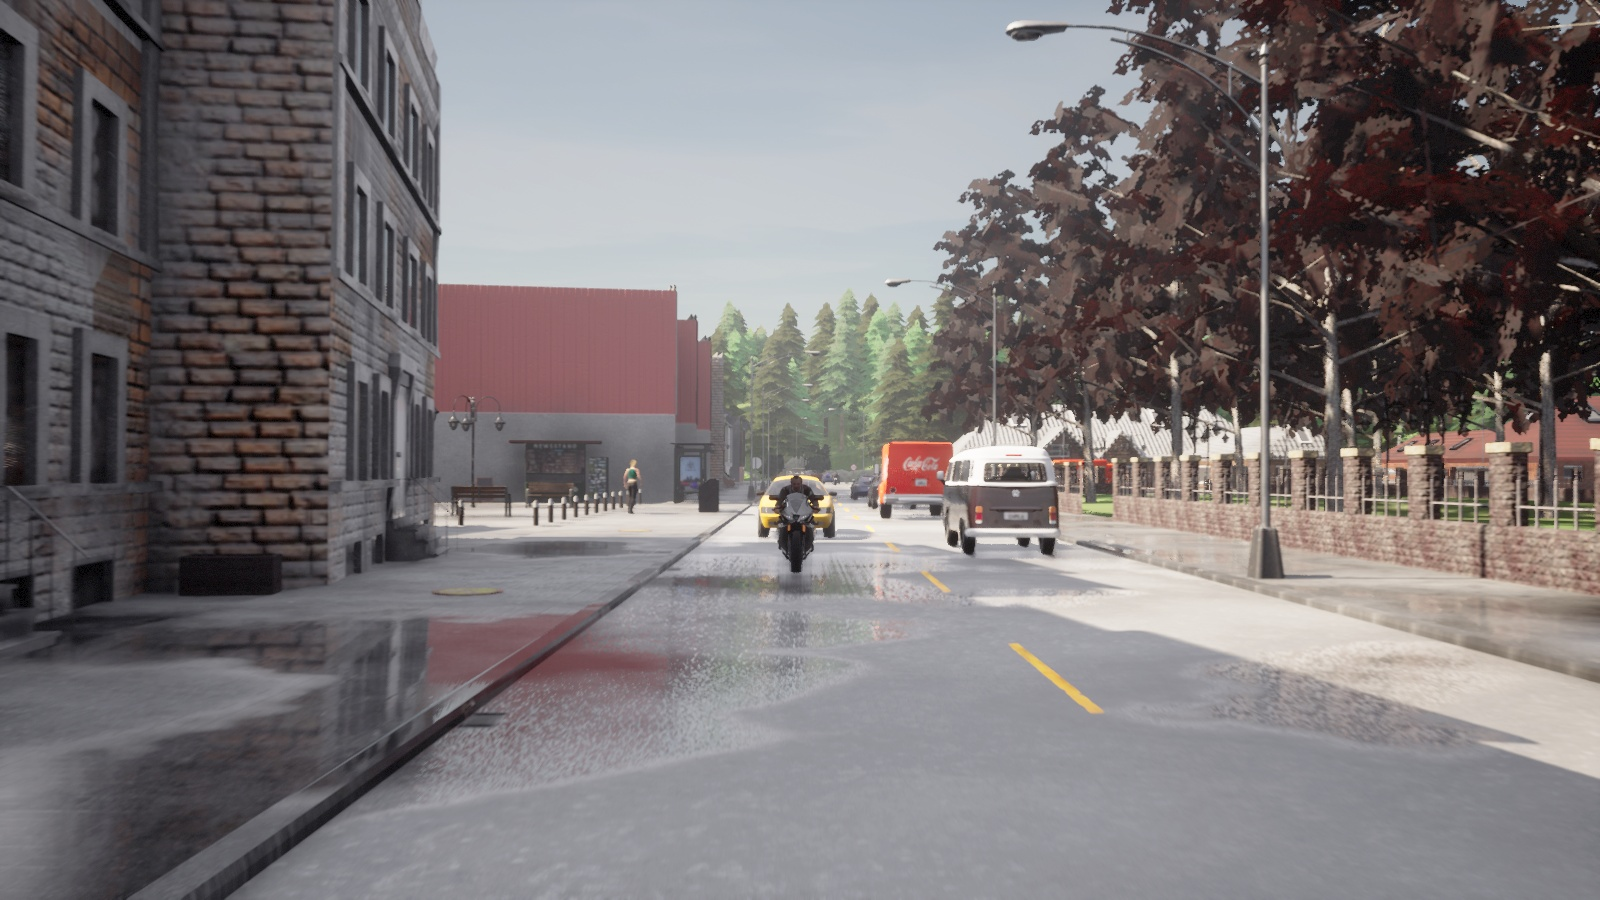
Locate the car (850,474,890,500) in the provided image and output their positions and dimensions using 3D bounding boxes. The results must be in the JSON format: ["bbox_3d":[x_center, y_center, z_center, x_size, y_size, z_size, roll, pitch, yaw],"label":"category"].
[{"bbox_3d":[3.866,2.031,69.782,1.994,1.385,4.181,0,-1,1],"label":"car"}]

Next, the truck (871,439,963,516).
[{"bbox_3d":[3.909,1.010,42.998,2.627,2.467,5.204,0,-2,0],"label":"truck"}]

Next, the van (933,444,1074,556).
[{"bbox_3d":[3.938,0.943,25.100,2.069,2.038,4.480,0,-1,0],"label":"van"}]

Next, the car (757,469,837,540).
[{"bbox_3d":[-0.074,1.272,30.963,1.801,1.575,5.366,0,-1,0],"label":"car"}]

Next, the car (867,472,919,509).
[{"bbox_3d":[3.901,1.699,53.470,1.837,1.490,4.892,0,-1,0],"label":"car"}]

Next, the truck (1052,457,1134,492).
[{"bbox_3d":[20.955,1.751,90.048,5.204,2.467,2.627,0,-1,-2],"label":"truck"}]

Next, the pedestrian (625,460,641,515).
[{"bbox_3d":[-5.619,1.254,42.246,0.345,1.836,0.594,0,-1,15],"label":"pedestrian"}]

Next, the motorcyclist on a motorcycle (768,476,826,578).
[{"bbox_3d":[-0.049,1.187,20.118,0.866,1.530,2.191,0,-1,0],"label":"motorcyclist on a motorcycle"}]
